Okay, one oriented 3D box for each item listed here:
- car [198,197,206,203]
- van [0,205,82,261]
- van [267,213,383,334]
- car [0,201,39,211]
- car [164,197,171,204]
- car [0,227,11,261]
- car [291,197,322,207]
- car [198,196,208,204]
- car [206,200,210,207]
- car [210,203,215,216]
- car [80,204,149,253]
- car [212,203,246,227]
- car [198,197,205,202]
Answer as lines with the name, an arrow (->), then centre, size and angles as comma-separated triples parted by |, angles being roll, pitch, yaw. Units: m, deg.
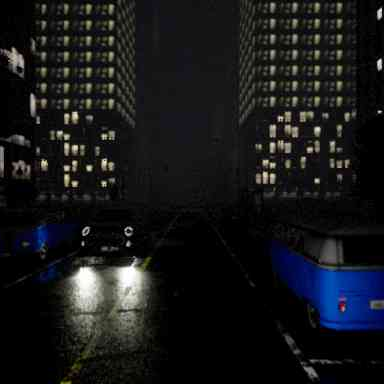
car -> 2.528, 2.035, 85.399 | 1.752, 1.417, 4.829 | 0, 0, 0
van -> -5.699, 1.419, 12.288 | 1.690, 1.788, 3.998 | -1, 0, 0
van -> 2.680, 1.384, 6.603 | 1.690, 1.788, 3.998 | -1, 0, 0
car -> -26.462, 2.148, 50.658 | 5.357, 1.411, 2.033 | -1, 0, -1
car -> -5.835, 2.001, 79.390 | 1.752, 1.417, 4.829 | 0, 0, 0
car -> -5.698, 1.625, 6.603 | 1.802, 1.307, 4.206 | -1, 0, 0
car -> 17.725, 1.456, 51.550 | 4.674, 1.442, 1.812 | -1, 0, -1
car -> 2.560, 1.759, 73.950 | 2.192, 1.841, 5.009 | 0, 0, 0
car -> 2.816, 1.780, 35.020 | 1.947, 1.339, 4.313 | -1, 0, 0
car -> 2.797, 1.762, 29.334 | 1.802, 1.307, 4.206 | -1, 0, 0
car -> -3.100, 1.441, 14.065 | 2.097, 1.767, 4.553 | 0, 0, 0
car -> 2.738, 1.712, 23.651 | 1.947, 1.339, 4.313 | -1, 0, 0
car -> 2.513, 2.123, 90.869 | 1.802, 1.307, 4.206 | 0, 0, 0
